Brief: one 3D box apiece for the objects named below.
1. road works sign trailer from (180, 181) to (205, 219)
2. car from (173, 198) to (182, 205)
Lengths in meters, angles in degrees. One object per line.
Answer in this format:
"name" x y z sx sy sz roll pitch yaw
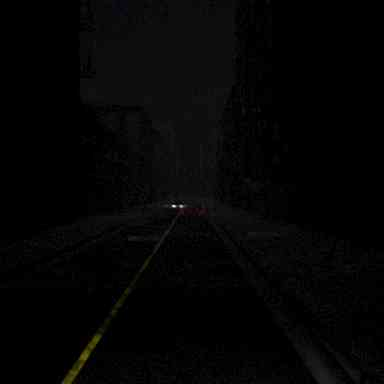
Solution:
"road works sign trailer" -0.007 0.753 32.557 2.380 3.560 2.880 0 0 0
"car" -3.017 2.070 71.790 1.882 1.535 5.008 0 0 0
